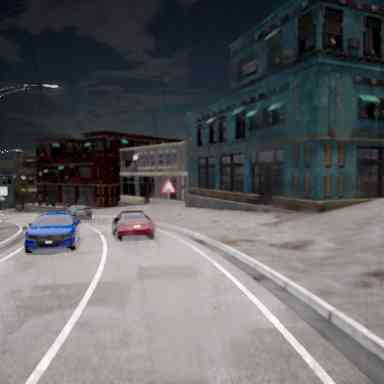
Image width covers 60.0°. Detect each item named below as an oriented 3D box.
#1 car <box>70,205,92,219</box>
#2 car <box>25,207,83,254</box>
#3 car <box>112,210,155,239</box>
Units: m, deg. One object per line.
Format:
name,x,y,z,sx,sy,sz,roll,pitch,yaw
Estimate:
car,-12.168,2.111,35.403,2.128,1.511,4.902,-2,0,-35
car,-6.071,1.659,14.867,1.882,1.535,5.008,-1,-1,-16
car,-3.316,1.705,18.364,1.994,1.385,4.181,-1,0,-17
